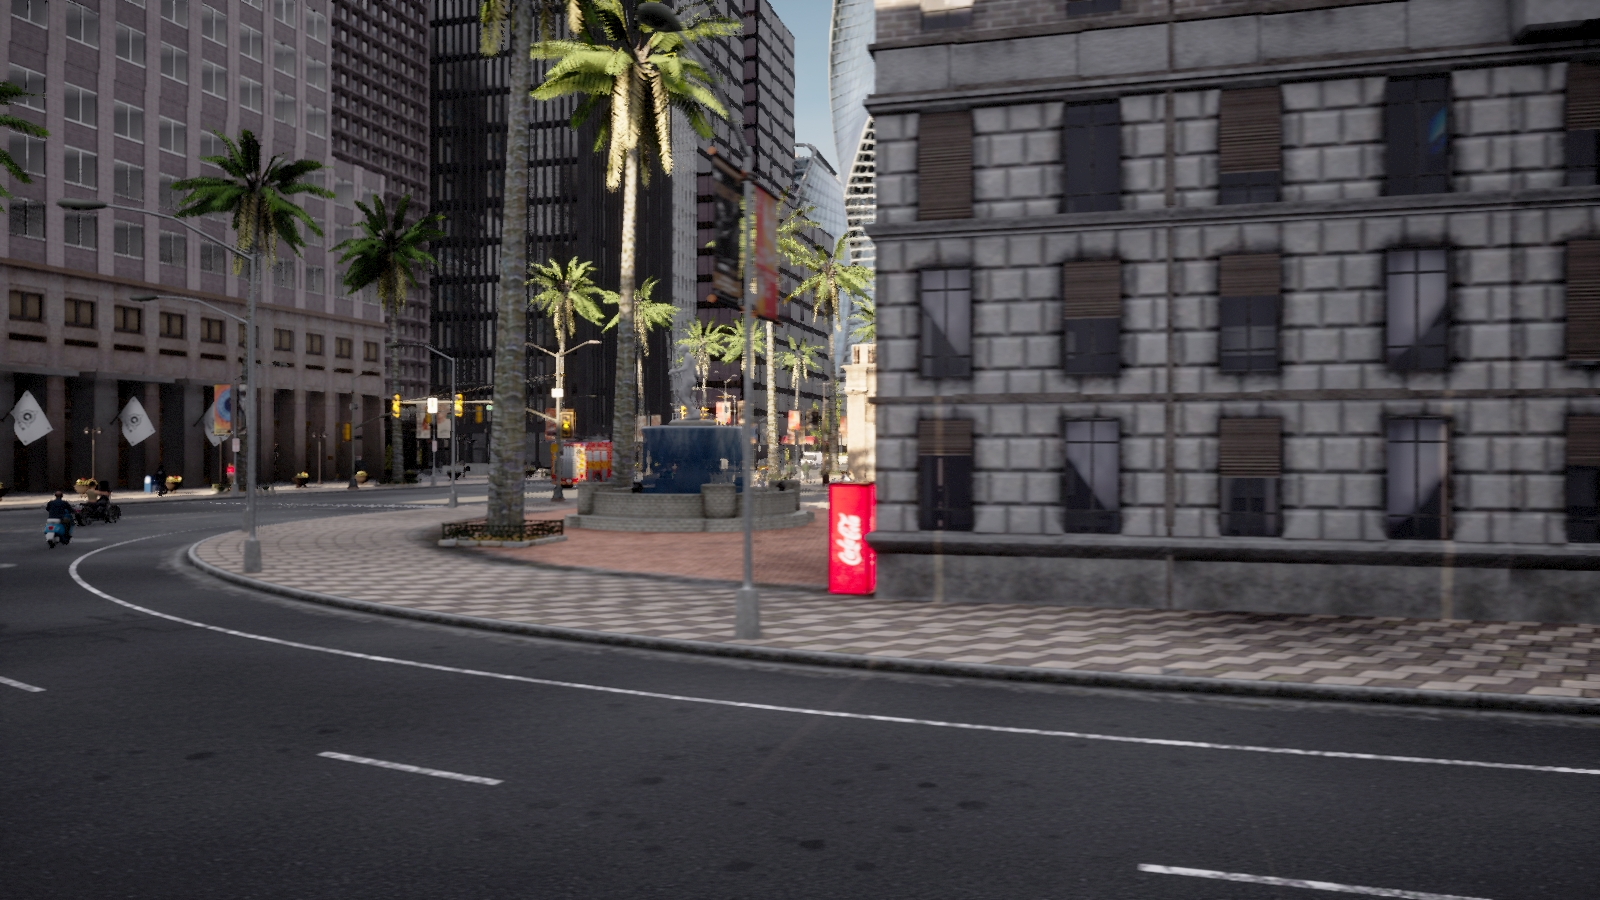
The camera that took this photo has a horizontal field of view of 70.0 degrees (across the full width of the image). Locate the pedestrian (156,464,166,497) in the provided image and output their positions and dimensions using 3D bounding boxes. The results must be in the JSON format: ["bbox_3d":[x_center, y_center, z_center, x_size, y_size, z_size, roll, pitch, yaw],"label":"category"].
[{"bbox_3d":[-35.943,1.706,64.244,0.375,1.860,0.375,0,0,-6],"label":"pedestrian"}]

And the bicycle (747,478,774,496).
[{"bbox_3d":[-2.435,2.268,70.333,1.487,1.080,0.859,0,0,41],"label":"bicycle"}]

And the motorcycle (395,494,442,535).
[{"bbox_3d":[-12.998,2.175,38.955,0.764,1.277,2.356,1,0,1],"label":"motorcycle"}]
